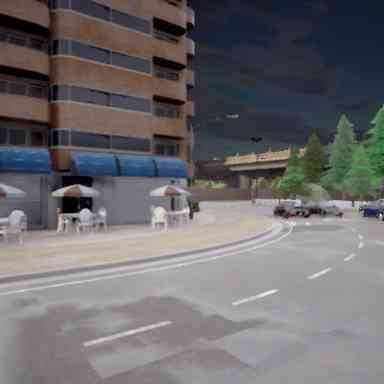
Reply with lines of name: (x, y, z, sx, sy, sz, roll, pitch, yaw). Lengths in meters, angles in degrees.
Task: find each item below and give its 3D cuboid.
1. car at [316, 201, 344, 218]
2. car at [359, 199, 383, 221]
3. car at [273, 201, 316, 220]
car: (11.838, 1.525, 30.282, 1.812, 1.442, 4.674, 0, 0, -8)
car: (15.587, 1.352, 27.155, 2.097, 1.767, 4.553, 0, 0, 2)
car: (8.483, 1.563, 28.473, 1.994, 1.385, 4.181, 0, 0, -5)
